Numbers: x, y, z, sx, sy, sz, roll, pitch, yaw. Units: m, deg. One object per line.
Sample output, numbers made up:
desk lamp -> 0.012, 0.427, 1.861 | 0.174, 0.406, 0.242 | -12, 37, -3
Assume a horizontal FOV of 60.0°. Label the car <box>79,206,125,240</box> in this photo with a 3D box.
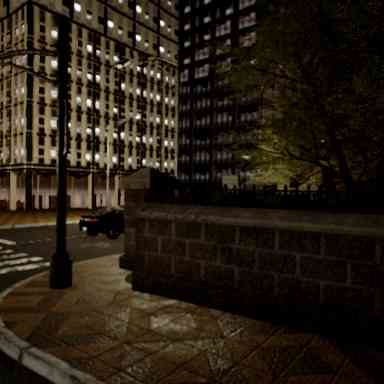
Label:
car -> -3.516, 1.510, 17.432 | 2.128, 1.511, 4.902 | 1, 1, 38
